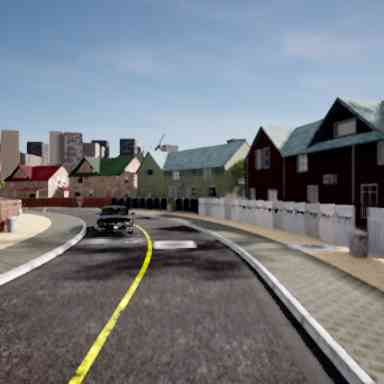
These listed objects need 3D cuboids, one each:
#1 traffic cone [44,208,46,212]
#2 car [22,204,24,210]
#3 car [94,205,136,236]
[{"bbox_3d":[-17.211,2.165,38.869,0.340,0.580,0.340,-1,-1,43],"label":"traffic cone"},{"bbox_3d":[-25.185,1.950,45.726,4.718,1.301,1.895,-4,-7,30],"label":"car"},{"bbox_3d":[-4.306,1.523,18.585,1.837,1.490,4.892,0,-1,-14],"label":"car"}]
